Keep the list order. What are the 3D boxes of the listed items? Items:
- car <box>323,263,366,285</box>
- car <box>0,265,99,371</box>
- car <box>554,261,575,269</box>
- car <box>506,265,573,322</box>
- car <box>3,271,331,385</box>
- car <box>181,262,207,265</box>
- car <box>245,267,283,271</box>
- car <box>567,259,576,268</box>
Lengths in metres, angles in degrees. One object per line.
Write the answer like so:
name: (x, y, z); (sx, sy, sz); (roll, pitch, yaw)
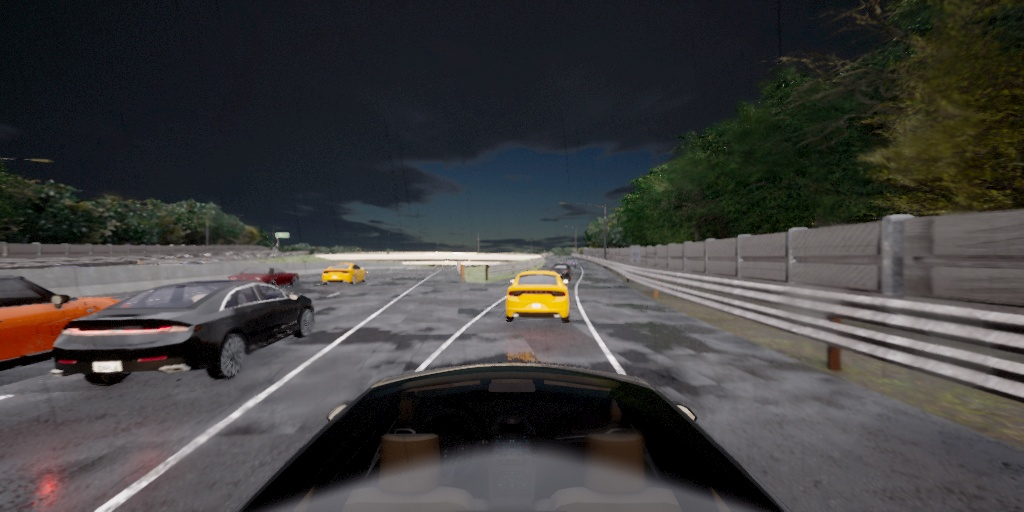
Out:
car: (-11.956, 1.246, 25.889); (1.882, 1.535, 5.008); (0, 0, -9)
car: (-8.839, 1.059, 5.731); (2.097, 1.767, 4.553); (0, 0, -9)
car: (4.382, 1.393, 31.990); (1.812, 1.442, 4.674); (0, 0, 12)
car: (0.928, 1.247, 12.415); (1.882, 1.535, 5.008); (0, 0, 6)
car: (-5.601, 1.215, 7.030); (2.128, 1.511, 4.902); (0, 0, -9)
car: (-35.550, 1.390, 40.034); (2.033, 1.411, 5.357); (0, -1, -8)
car: (-14.869, 1.329, 21.817); (1.895, 1.301, 4.718); (0, 0, -9)
car: (10.023, 1.253, 61.783); (2.033, 1.411, 5.357); (0, 1, 8)
